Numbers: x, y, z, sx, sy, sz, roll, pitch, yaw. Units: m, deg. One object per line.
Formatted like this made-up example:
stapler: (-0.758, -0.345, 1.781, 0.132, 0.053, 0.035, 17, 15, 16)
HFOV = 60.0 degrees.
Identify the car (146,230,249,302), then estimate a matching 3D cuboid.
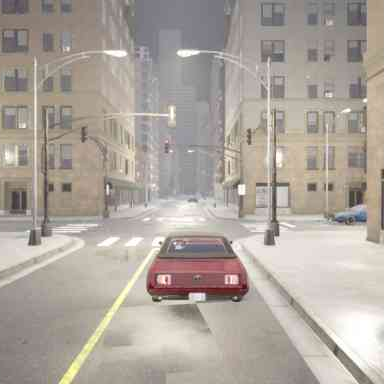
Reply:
car: (0.092, 1.601, 8.203, 1.895, 1.301, 4.718, 0, 0, 0)

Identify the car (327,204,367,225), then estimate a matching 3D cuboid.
car: (12.194, 1.512, 22.796, 5.357, 1.411, 2.033, 0, 0, 3)

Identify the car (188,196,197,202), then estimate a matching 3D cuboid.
car: (0.085, 1.567, 75.116, 1.895, 1.301, 4.718, 0, 0, 0)

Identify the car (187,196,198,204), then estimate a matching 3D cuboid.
car: (0.169, 1.507, 65.188, 1.812, 1.442, 4.674, 0, 0, 0)
